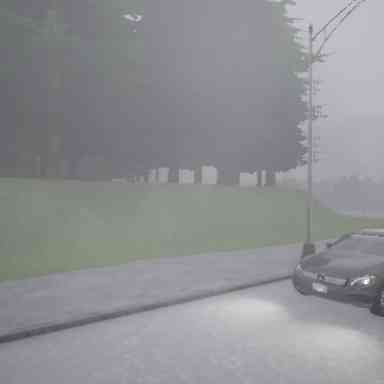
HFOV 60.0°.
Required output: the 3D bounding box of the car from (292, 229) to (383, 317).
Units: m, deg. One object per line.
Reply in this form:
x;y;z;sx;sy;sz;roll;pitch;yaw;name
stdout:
4.354;1.629;7.805;4.674;1.442;1.812;1;-1;-36;car
